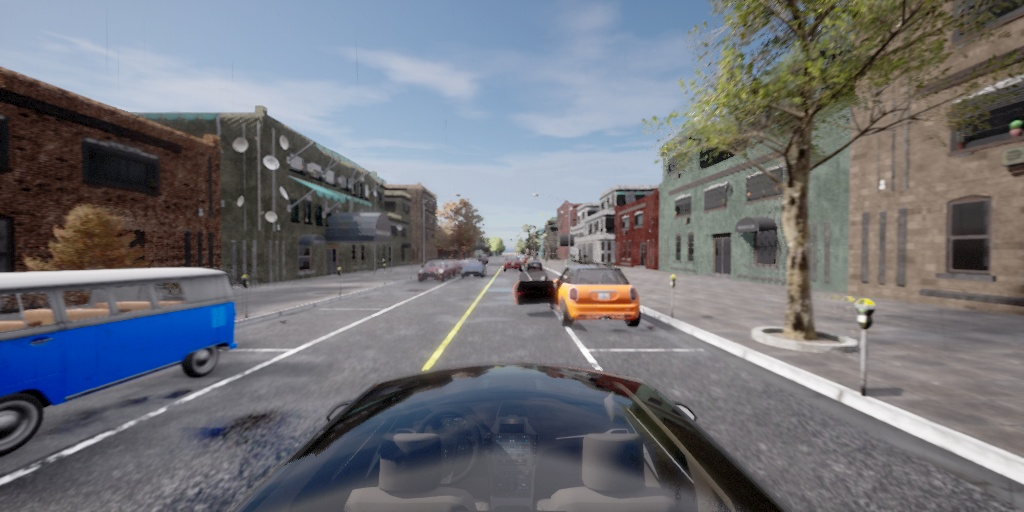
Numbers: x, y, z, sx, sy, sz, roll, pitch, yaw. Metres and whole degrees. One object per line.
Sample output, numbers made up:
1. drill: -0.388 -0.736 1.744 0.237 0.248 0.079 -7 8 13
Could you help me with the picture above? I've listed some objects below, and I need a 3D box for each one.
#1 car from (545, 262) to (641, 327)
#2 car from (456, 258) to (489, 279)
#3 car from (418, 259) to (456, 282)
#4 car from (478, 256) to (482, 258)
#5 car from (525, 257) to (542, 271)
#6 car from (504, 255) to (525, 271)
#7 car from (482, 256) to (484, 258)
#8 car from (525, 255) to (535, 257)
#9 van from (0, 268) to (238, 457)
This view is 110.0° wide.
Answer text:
1. car: 2.391 1.044 11.445 2.097 1.767 4.553 0 0 0
2. car: -3.091 1.127 30.125 2.033 1.411 5.357 0 0 0
3. car: -5.682 1.039 26.846 1.967 1.591 4.097 0 0 0
4. car: -5.677 1.016 49.039 2.007 1.370 4.403 0 0 0
5. car: 2.703 1.064 43.491 1.948 1.339 4.313 0 0 0
6. car: 0.094 0.860 42.209 2.097 1.767 4.553 0 1 0
7. car: -5.675 1.014 54.588 1.802 1.307 4.207 0 0 0
8. car: 2.705 0.990 49.208 1.751 1.417 4.829 0 0 0
9. van: -5.687 1.074 4.653 1.690 1.789 3.998 0 0 0
